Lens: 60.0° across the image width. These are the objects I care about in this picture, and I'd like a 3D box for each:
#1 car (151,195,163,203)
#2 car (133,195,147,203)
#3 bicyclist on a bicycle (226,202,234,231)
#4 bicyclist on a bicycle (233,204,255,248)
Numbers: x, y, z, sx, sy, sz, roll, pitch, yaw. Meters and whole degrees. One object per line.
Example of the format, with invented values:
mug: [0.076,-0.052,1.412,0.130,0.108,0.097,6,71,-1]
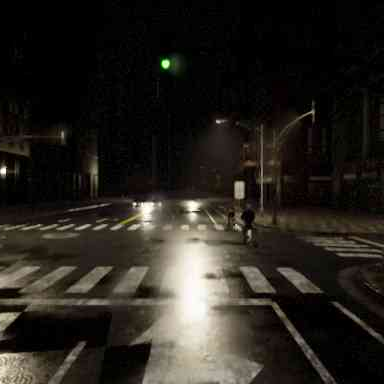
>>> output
car: [-6.495,1.306,62.932,1.837,1.490,4.892,0,0,0]
car: [-9.745,1.321,62.932,1.812,1.442,4.674,0,0,0]
bicyclist on a bicycle: [2.257,1.405,19.205,0.582,1.620,1.656,0,0,0]
bicyclist on a bicycle: [2.274,1.355,13.692,0.659,1.776,1.843,1,0,0]
